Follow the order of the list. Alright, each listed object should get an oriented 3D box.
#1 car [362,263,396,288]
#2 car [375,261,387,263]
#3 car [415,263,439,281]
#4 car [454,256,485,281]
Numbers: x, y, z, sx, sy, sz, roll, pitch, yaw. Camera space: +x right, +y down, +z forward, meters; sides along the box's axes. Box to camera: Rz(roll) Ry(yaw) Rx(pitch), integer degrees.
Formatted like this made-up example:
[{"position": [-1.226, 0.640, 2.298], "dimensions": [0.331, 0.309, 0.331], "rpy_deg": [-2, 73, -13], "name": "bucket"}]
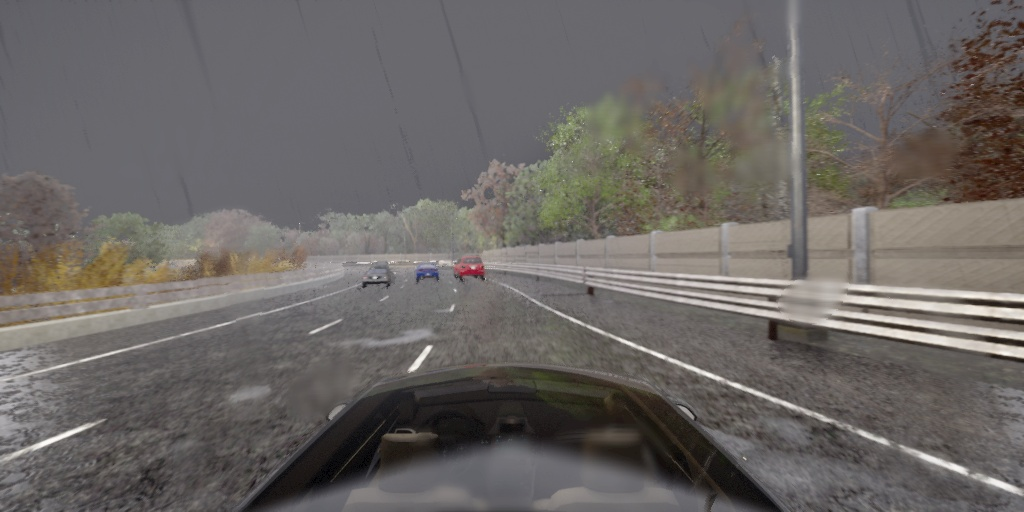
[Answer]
[{"position": [-9.555, 1.483, 25.950], "dimensions": [2.033, 1.411, 5.357], "rpy_deg": [-1, 0, -13], "name": "car"}, {"position": [-18.367, 1.460, 50.141], "dimensions": [2.097, 1.767, 4.553], "rpy_deg": [-1, 0, -26], "name": "car"}, {"position": [-7.783, 1.391, 32.703], "dimensions": [1.882, 1.535, 5.008], "rpy_deg": [-1, 0, -16], "name": "car"}, {"position": [-3.853, 1.068, 31.800], "dimensions": [2.150, 2.045, 5.566], "rpy_deg": [-1, 0, -15], "name": "car"}]
